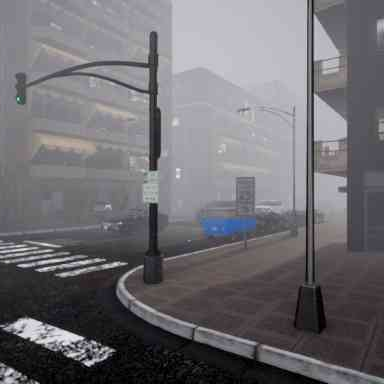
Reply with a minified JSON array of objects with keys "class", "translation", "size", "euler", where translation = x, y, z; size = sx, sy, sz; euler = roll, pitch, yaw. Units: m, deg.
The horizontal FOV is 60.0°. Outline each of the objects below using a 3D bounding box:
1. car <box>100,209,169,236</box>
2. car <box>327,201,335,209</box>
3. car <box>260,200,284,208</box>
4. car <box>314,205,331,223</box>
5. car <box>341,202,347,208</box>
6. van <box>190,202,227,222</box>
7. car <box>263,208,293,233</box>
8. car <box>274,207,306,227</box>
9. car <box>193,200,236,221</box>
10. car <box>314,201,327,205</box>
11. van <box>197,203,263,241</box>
[{"class":"car","translation":[-3.490,1.815,20.939],"size":[2.128,1.511,4.902],"euler":[0,-1,35]},{"class":"car","translation":[27.364,2.729,68.821],"size":[2.192,1.841,5.009],"euler":[-1,-2,35]},{"class":"car","translation":[8.843,1.955,38.253],"size":[2.150,2.045,5.566],"euler":[0,-1,36]},{"class":"car","translation":[11.725,2.233,32.422],"size":[2.008,1.369,4.403],"euler":[-1,-2,35]},{"class":"car","translation":[40.111,3.376,86.737],"size":[1.752,1.417,4.829],"euler":[-1,-2,35]},{"class":"van","translation":[1.681,1.903,32.708],"size":[1.690,1.788,3.998],"euler":[-1,-2,35]},{"class":"car","translation":[5.304,2.035,23.393],"size":[1.947,1.339,4.313],"euler":[-1,-2,35]},{"class":"car","translation":[8.514,2.158,27.906],"size":[1.802,1.307,4.206],"euler":[-1,-2,35]},{"class":"car","translation":[2.647,1.749,29.551],"size":[2.150,2.045,5.566],"euler":[0,-1,37]},{"class":"car","translation":[24.155,2.890,64.301],"size":[1.802,1.307,4.206],"euler":[-1,-2,35]},{"class":"van","translation":[2.230,1.704,18.786],"size":[1.690,1.788,3.998],"euler":[-1,-2,35]}]
